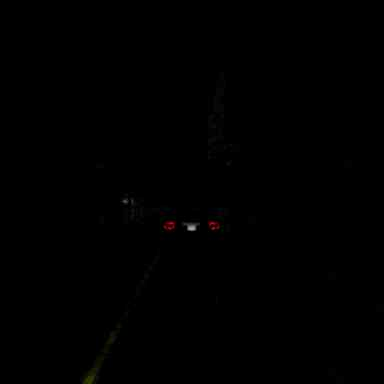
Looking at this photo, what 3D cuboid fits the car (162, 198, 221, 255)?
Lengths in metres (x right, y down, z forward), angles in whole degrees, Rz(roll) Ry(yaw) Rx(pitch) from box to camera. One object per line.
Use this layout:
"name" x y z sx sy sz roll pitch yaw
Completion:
"car" -0.012 1.352 14.024 2.150 2.045 5.566 0 0 0

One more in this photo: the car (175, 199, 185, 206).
"car" -2.565 2.228 71.786 1.837 1.490 4.892 0 -1 0

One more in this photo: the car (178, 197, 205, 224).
"car" -0.025 1.500 29.023 2.150 2.045 5.566 0 0 0
